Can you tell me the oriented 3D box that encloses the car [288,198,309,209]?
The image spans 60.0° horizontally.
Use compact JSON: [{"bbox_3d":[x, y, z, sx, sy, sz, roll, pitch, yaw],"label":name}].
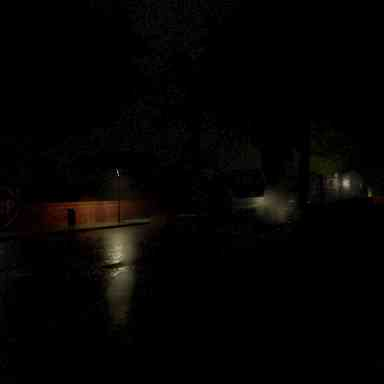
[{"bbox_3d":[14.893,1.535,46.112,1.812,1.442,4.674,0,0,35],"label":"car"}]
